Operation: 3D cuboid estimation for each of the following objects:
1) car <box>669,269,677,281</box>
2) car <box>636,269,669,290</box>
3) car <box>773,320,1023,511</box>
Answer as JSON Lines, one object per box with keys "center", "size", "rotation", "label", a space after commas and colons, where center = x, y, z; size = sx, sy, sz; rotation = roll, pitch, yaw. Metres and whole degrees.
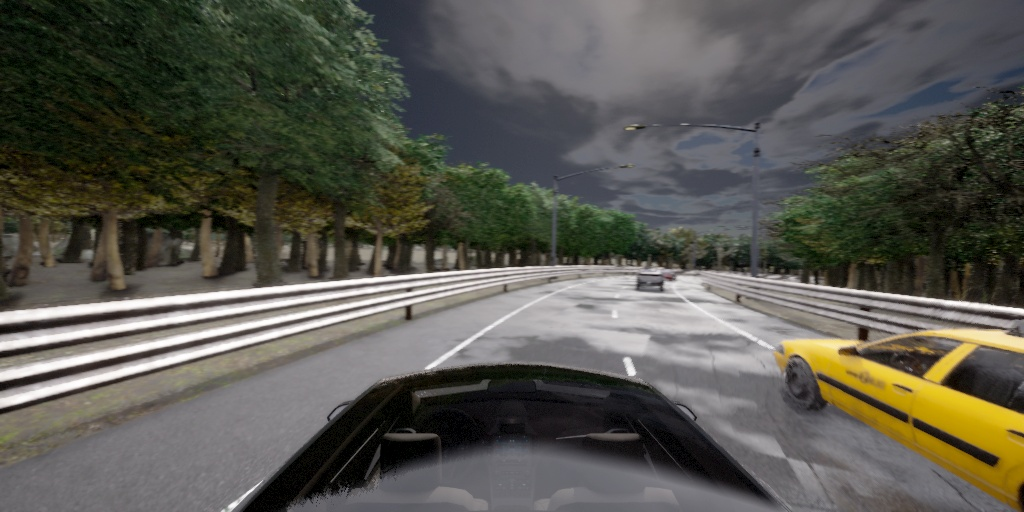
{"center": [18.298, 2.191, 42.696], "size": [1.994, 1.385, 4.181], "rotation": [2, -1, 31], "label": "car"}
{"center": [10.401, 1.688, 26.907], "size": [2.128, 1.511, 4.902], "rotation": [2, -1, 23], "label": "car"}
{"center": [4.547, 1.331, 3.268], "size": [1.801, 1.575, 5.366], "rotation": [1, 0, 11], "label": "car"}
